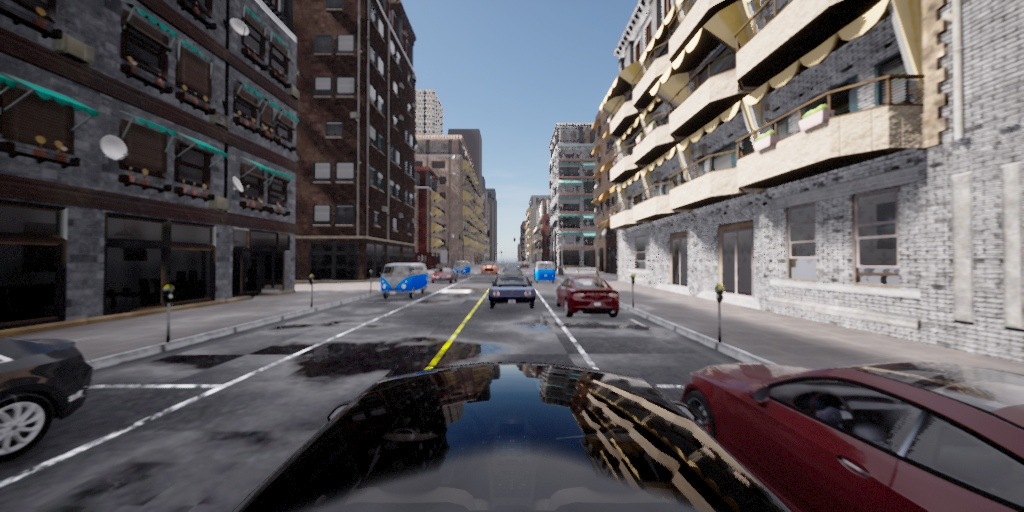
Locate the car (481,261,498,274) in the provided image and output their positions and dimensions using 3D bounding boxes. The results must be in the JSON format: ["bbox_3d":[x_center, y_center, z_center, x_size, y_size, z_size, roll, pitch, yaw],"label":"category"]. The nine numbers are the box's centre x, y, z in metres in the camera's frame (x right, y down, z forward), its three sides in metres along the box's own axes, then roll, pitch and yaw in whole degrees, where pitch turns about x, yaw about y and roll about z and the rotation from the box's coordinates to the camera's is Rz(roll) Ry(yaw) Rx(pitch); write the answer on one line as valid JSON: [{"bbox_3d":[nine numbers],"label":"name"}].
[{"bbox_3d":[-2.989,1.540,48.515,2.097,1.767,4.553,0,0,0],"label":"car"}]

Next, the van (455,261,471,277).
[{"bbox_3d":[-5.792,1.467,41.706,1.690,1.789,3.998,0,0,0],"label":"van"}]

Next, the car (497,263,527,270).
[{"bbox_3d":[0.013,1.591,31.155,1.994,1.385,4.181,0,0,0],"label":"car"}]

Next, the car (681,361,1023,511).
[{"bbox_3d":[2.690,1.337,2.251,1.802,1.307,4.207,0,0,0],"label":"car"}]

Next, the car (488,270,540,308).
[{"bbox_3d":[0.006,1.484,15.962,1.895,1.301,4.718,0,0,0],"label":"car"}]

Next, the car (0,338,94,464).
[{"bbox_3d":[-5.690,1.305,2.257,2.007,1.370,4.403,0,0,0],"label":"car"}]

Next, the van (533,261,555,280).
[{"bbox_3d":[2.698,1.361,30.432,1.690,1.789,3.998,0,0,0],"label":"van"}]

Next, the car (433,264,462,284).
[{"bbox_3d":[-5.683,1.602,30.438,1.802,1.307,4.207,0,0,0],"label":"car"}]

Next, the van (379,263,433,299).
[{"bbox_3d":[-5.686,1.254,19.165,1.690,1.789,3.998,0,0,0],"label":"van"}]

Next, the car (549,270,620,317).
[{"bbox_3d":[2.692,1.406,13.524,1.888,1.381,4.507,0,0,0],"label":"car"}]
